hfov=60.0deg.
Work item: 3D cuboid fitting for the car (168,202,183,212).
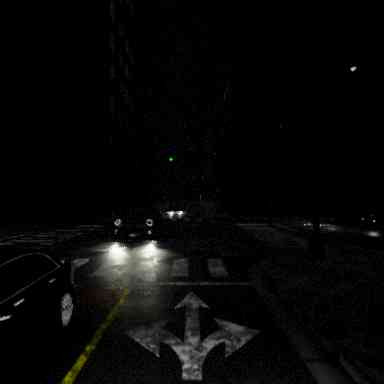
[{"bbox_3d":[-2.218,2.078,46.744,1.994,1.385,4.181,0,0,0],"label":"car"}]

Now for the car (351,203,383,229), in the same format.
[{"bbox_3d":[14.147,1.402,22.302,5.566,2.045,2.150,-1,-1,-2],"label":"car"}]

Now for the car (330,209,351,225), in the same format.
[{"bbox_3d":[13.081,1.773,25.518,4.674,1.442,1.812,-1,-1,1],"label":"car"}]

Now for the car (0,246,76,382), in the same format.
[{"bbox_3d":[-2.988,1.565,4.141,1.837,1.490,4.892,0,-1,0],"label":"car"}]

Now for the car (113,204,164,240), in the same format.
[{"bbox_3d":[-2.753,1.494,17.962,2.097,1.767,4.553,0,-1,2],"label":"car"}]
